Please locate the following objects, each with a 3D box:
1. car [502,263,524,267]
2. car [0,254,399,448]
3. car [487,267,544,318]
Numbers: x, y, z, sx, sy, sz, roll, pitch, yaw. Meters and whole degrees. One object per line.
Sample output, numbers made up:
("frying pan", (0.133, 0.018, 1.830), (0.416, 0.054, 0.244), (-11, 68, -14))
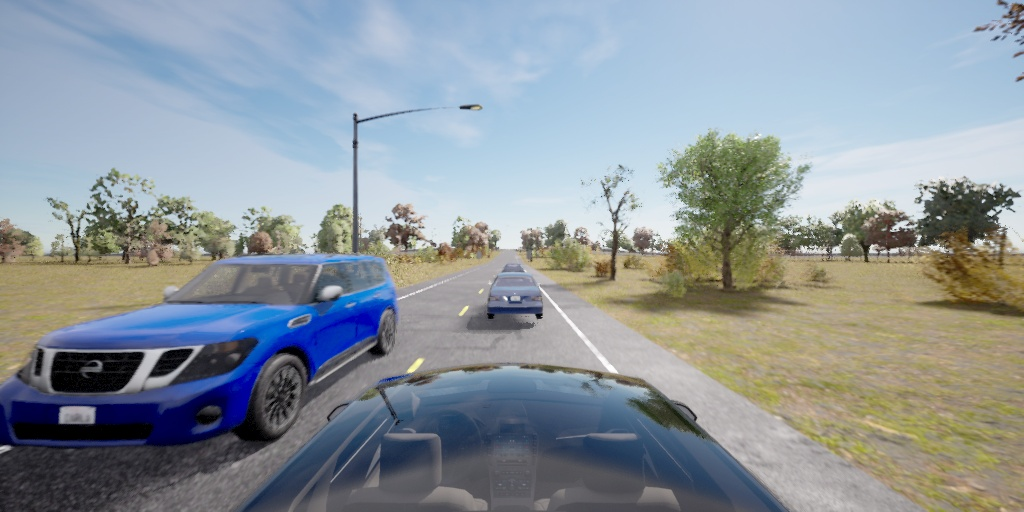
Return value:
("car", (0.099, 1.305, 31.335), (1.994, 1.385, 4.181), (0, 0, 0))
("car", (-3.558, 0.973, 5.718), (2.150, 2.045, 5.566), (0, 0, 0))
("car", (0.099, 1.296, 13.018), (2.033, 1.411, 5.357), (0, 0, 0))
